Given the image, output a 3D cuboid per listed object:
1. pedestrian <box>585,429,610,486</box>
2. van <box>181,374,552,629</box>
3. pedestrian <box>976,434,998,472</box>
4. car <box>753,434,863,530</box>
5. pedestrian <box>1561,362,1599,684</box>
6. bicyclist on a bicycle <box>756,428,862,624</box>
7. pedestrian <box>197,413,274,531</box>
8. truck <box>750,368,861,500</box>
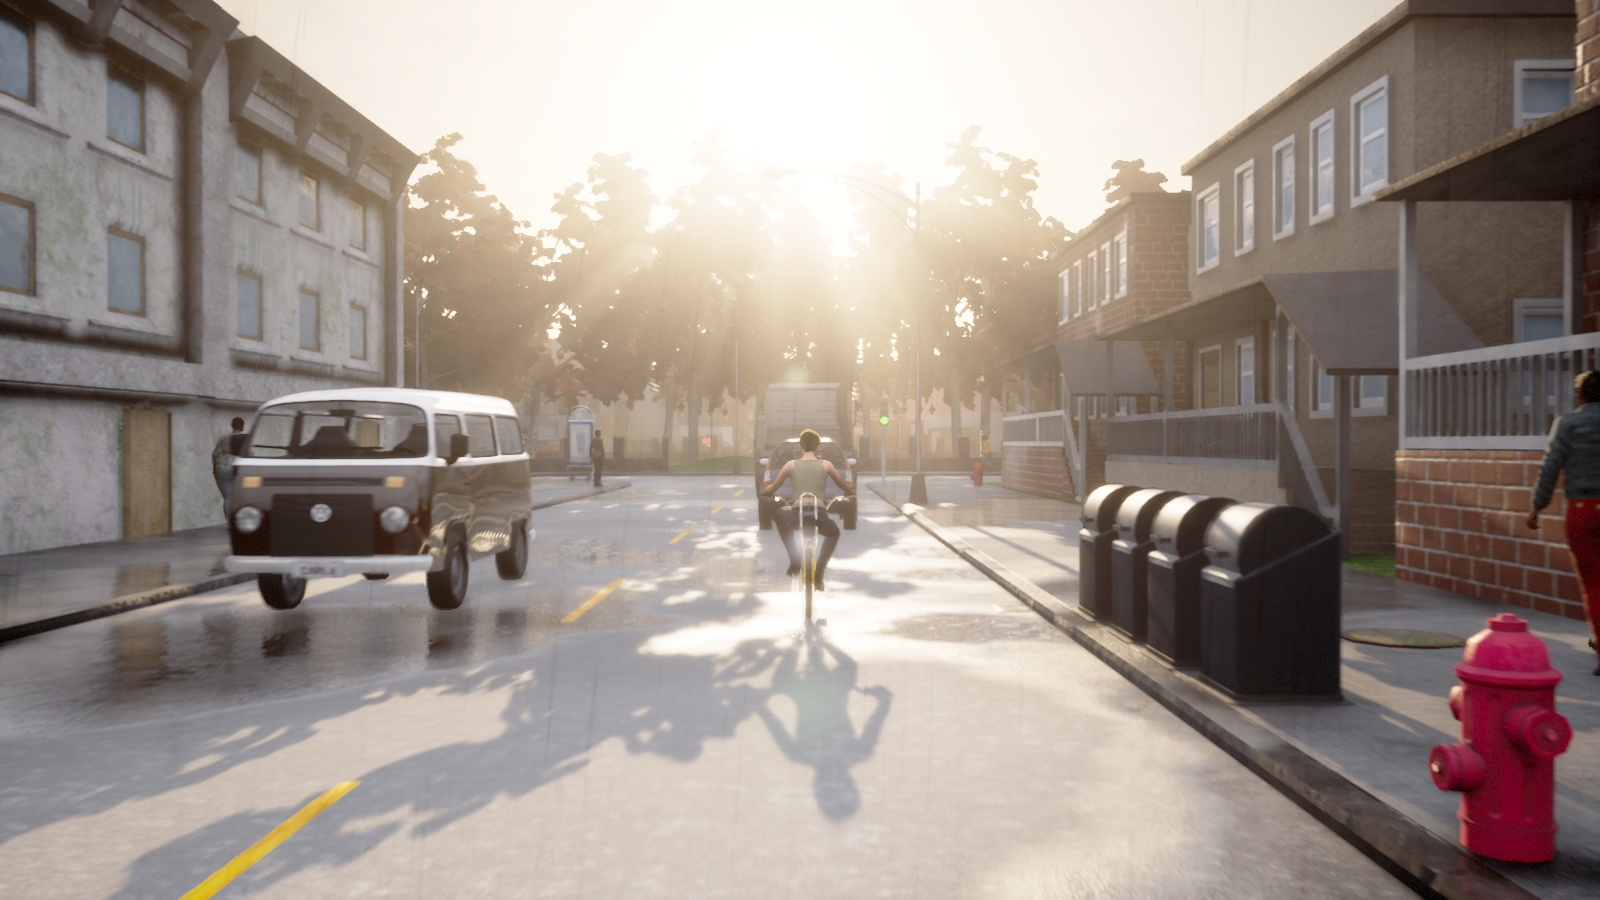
[{"bbox_3d":[-6.435,0.235,39.946,0.328,1.805,0.869,0,0,30],"label":"pedestrian"},{"bbox_3d":[-3.915,0.400,12.302,2.069,2.038,4.480,0,0,0],"label":"van"},{"bbox_3d":[8.994,0.137,60.466,0.900,1.855,0.874,0,0,0],"label":"pedestrian"},{"bbox_3d":[0.145,0.520,23.132,1.851,1.617,3.988,0,0,0],"label":"car"},{"bbox_3d":[4.793,0.420,7.451,0.353,1.847,0.614,0,0,20],"label":"pedestrian"},{"bbox_3d":[0.077,0.623,11.086,0.866,1.612,1.509,0,0,0],"label":"bicyclist on a bicycle"},{"bbox_3d":[-9.022,0.340,20.099,0.874,1.855,0.900,0,0,-4],"label":"pedestrian"},{"bbox_3d":[0.227,-0.434,36.873,2.891,3.462,7.936,0,0,1],"label":"truck"}]
